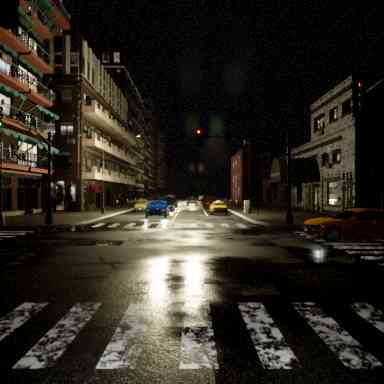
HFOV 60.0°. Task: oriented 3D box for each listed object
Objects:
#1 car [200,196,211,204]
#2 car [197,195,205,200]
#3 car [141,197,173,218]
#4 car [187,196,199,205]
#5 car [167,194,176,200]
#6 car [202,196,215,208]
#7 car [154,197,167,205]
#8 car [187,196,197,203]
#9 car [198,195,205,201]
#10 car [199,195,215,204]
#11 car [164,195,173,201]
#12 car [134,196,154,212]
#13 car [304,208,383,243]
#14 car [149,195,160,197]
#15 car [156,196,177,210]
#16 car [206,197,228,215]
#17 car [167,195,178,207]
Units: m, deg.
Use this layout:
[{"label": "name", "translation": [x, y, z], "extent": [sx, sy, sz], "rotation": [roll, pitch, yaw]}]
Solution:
[{"label": "car", "translation": [2.624, 1.613, 67.037], "extent": [2.008, 1.369, 4.403], "rotation": [0, 0, 0]}, {"label": "car", "translation": [2.594, 1.670, 94.733], "extent": [2.008, 1.369, 4.403], "rotation": [0, 0, 0]}, {"label": "car", "translation": [-3.131, 1.494, 30.662], "extent": [1.882, 1.535, 5.008], "rotation": [0, 0, 0]}, {"label": "car", "translation": [0.036, 1.652, 60.408], "extent": [1.895, 1.301, 4.718], "rotation": [0, 0, 0]}, {"label": "car", "translation": [-5.785, 1.434, 94.725], "extent": [2.192, 1.841, 5.009], "rotation": [0, 0, 0]}, {"label": "car", "translation": [2.647, 1.612, 44.880], "extent": [1.802, 1.307, 4.206], "rotation": [0, 0, 0]}, {"label": "car", "translation": [-5.751, 1.603, 61.488], "extent": [2.008, 1.369, 4.403], "rotation": [0, 0, 0]}, {"label": "car", "translation": [-0.026, 1.613, 70.617], "extent": [2.033, 1.411, 5.357], "rotation": [0, 0, 0]}, {"label": "car", "translation": [2.600, 1.632, 89.364], "extent": [1.752, 1.417, 4.829], "rotation": [0, 0, 0]}, {"label": "car", "translation": [2.642, 1.351, 50.420], "extent": [2.192, 1.841, 5.009], "rotation": [0, 0, 0]}, {"label": "car", "translation": [-5.774, 1.534, 83.645], "extent": [1.967, 1.590, 4.097], "rotation": [0, 0, 0]}, {"label": "car", "translation": [-5.728, 1.549, 39.161], "extent": [1.752, 1.417, 4.829], "rotation": [0, 0, 0]}, {"label": "car", "translation": [7.878, 1.517, 15.682], "extent": [5.008, 1.535, 1.882], "rotation": [0, 0, 0]}, {"label": "car", "translation": [-5.739, 1.351, 50.410], "extent": [2.192, 1.841, 5.009], "rotation": [0, 0, 0]}, {"label": "car", "translation": [-3.123, 1.550, 39.940], "extent": [1.812, 1.442, 4.674], "rotation": [0, 0, 0]}, {"label": "car", "translation": [2.658, 1.544, 33.972], "extent": [1.752, 1.417, 4.829], "rotation": [0, 0, 0]}, {"label": "car", "translation": [-3.126, 1.541, 50.008], "extent": [1.837, 1.490, 4.892], "rotation": [0, 0, 0]}]
